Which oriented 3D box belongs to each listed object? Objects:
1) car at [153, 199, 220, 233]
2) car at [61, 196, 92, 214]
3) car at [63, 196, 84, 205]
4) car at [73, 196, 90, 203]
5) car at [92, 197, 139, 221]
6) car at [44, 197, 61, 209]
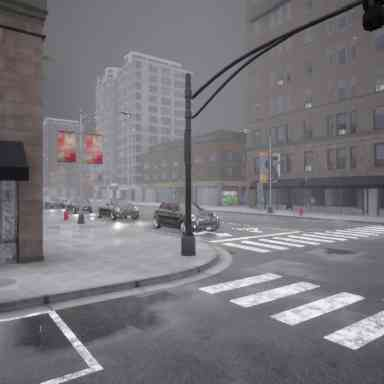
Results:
[{"bbox_3d":[-0.430,1.332,19.338,2.097,1.767,4.553,0,0,-36],"label":"car"},{"bbox_3d":[-12.167,1.454,35.596,1.837,1.490,4.892,0,0,-36],"label":"car"},{"bbox_3d":[-21.317,1.450,59.698,2.033,1.411,5.357,0,0,-36],"label":"car"},{"bbox_3d":[-22.107,1.451,66.326,1.994,1.385,4.181,0,0,-36],"label":"car"},{"bbox_3d":[-6.110,1.317,27.200,2.097,1.767,4.553,0,0,-36],"label":"car"},{"bbox_3d":[-18.223,1.438,44.046,1.837,1.490,4.892,0,0,-35],"label":"car"}]
